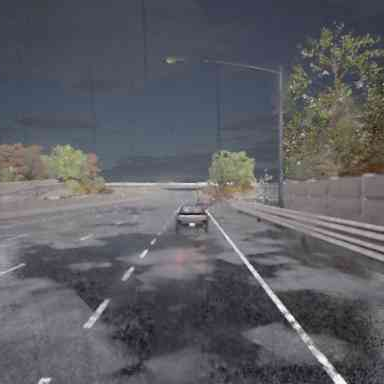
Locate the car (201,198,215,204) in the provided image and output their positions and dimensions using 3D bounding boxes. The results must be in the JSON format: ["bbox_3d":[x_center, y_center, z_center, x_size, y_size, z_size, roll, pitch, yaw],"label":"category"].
[{"bbox_3d":[2.630,1.672,56.388,1.994,1.385,4.181,2,0,14],"label":"car"}]

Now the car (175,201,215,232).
[{"bbox_3d":[-0.002,1.507,19.968,2.128,1.511,4.902,0,0,0],"label":"car"}]
